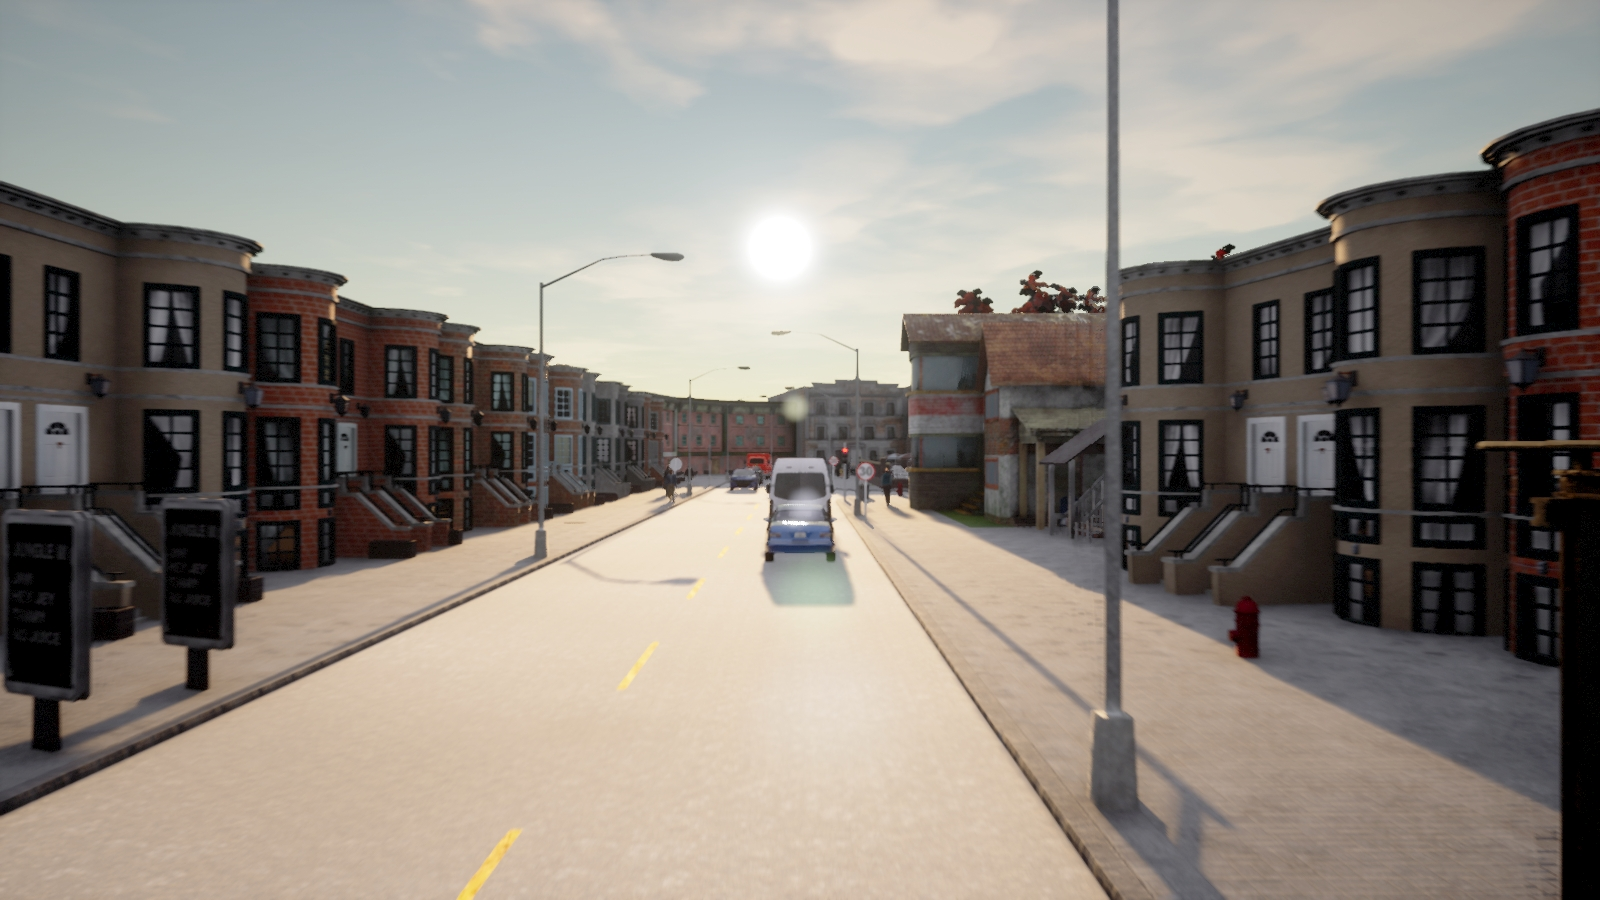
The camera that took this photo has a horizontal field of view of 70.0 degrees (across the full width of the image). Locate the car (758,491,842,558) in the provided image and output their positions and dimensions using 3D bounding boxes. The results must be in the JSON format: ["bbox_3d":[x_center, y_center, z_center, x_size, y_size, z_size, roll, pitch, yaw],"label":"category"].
[{"bbox_3d":[0.001,1.886,30.142,2.033,1.411,5.357,0,0,0],"label":"car"}]

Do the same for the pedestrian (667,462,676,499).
[{"bbox_3d":[-6.464,1.526,57.363,0.375,1.860,0.375,0,0,11],"label":"pedestrian"}]

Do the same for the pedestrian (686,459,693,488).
[{"bbox_3d":[-7.163,1.527,74.049,0.375,1.860,0.375,0,0,17],"label":"pedestrian"}]

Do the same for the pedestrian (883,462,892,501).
[{"bbox_3d":[4.176,1.524,54.671,0.375,1.860,0.375,0,0,0],"label":"pedestrian"}]

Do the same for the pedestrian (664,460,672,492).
[{"bbox_3d":[-7.744,1.525,67.036,0.375,1.860,0.375,0,0,3],"label":"pedestrian"}]

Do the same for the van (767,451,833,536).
[{"bbox_3d":[-0.001,1.315,37.594,1.988,2.561,5.915,0,0,0],"label":"van"}]
